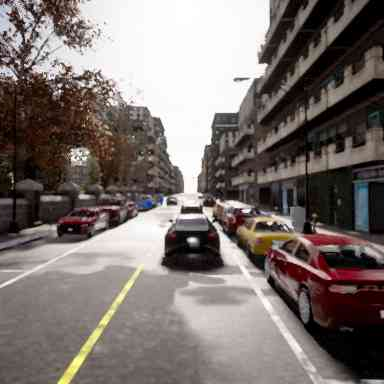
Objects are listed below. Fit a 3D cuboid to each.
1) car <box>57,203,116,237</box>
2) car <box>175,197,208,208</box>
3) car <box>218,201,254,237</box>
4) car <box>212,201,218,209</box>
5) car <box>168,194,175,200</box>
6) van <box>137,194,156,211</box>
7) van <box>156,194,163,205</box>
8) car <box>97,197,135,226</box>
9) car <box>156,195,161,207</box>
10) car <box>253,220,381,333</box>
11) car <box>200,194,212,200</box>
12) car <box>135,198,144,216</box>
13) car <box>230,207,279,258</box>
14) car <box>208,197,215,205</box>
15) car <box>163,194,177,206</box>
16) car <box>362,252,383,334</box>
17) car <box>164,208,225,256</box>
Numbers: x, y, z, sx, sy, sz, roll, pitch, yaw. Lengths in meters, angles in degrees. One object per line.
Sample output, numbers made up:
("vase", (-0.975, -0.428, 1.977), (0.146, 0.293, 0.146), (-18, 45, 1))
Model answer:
("car", (-5.702, 1.515, 17.822), (1.887, 1.381, 4.507), (1, 0, 0))
("car", (0.000, 1.446, 27.861), (2.128, 1.511, 4.902), (0, 0, 1))
("car", (2.679, 1.411, 17.834), (1.967, 1.590, 4.097), (1, 0, 0))
("car", (2.669, 1.544, 23.357), (1.802, 1.307, 4.206), (1, 0, 0))
("car", (-5.813, 1.376, 94.261), (1.752, 1.417, 4.829), (1, 0, 0))
("van", (-5.739, 1.276, 39.915), (1.690, 1.788, 3.998), (1, 0, 0))
("van", (-5.722, 1.250, 56.487), (1.690, 1.788, 3.998), (1, 0, 0))
("car", (-5.706, 1.276, 23.345), (2.192, 1.841, 5.009), (1, 0, 0))
("car", (-5.726, 1.492, 45.439), (1.947, 1.339, 4.313), (1, 0, 0))
("car", (2.694, 1.534, 6.786), (1.887, 1.381, 4.507), (1, 0, 0))
("car", (2.600, 1.358, 50.974), (1.967, 1.590, 4.097), (1, 0, 0))
("car", (-5.719, 1.497, 28.869), (1.887, 1.381, 4.507), (1, 0, 0))
("car", (2.686, 1.505, 12.480), (1.752, 1.417, 4.829), (1, 0, 0))
("car", (2.661, 1.478, 29.051), (1.752, 1.417, 4.829), (1, 0, 0))
("car", (-3.153, 1.421, 52.939), (1.837, 1.490, 4.892), (0, 0, 0))
("car", (2.704, 1.438, 1.264), (1.967, 1.590, 4.097), (1, 0, 0))
("car", (0.023, 1.543, 12.932), (1.994, 1.385, 4.181), (0, 0, 1))
